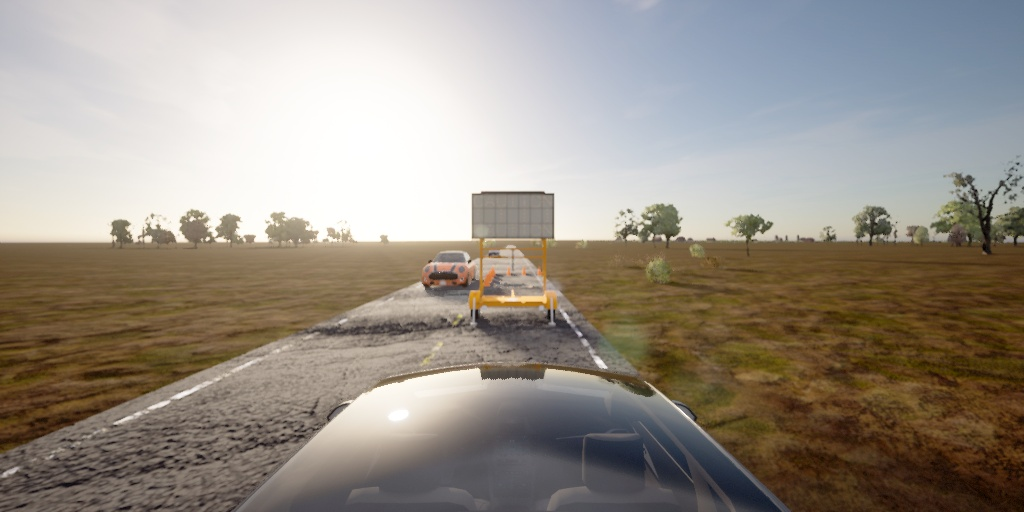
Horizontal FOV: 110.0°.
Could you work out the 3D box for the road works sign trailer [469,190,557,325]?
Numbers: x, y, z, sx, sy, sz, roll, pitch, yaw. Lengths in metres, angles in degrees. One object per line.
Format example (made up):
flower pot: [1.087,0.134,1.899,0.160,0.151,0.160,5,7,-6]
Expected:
road works sign trailer: [0.028,-0.090,10.527,2.380,3.560,2.880,0,0,0]

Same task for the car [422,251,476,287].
car: [-3.046,0.536,18.096,2.097,1.767,4.553,0,2,0]

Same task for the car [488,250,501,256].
car: [-2.879,-0.705,59.778,2.033,1.411,5.357,0,2,1]
